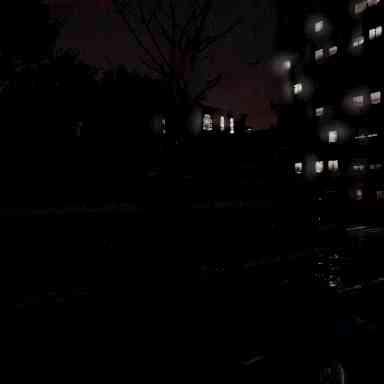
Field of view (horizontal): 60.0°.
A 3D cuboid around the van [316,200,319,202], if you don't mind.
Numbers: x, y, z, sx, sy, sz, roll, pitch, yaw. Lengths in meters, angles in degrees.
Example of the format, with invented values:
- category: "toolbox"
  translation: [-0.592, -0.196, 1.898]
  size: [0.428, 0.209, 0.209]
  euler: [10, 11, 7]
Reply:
- category: "van"
  translation: [10.514, 1.646, 32.599]
  size: [1.690, 1.788, 3.998]
  euler: [-1, 0, -36]

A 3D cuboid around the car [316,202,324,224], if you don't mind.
- category: "car"
  translation: [7.959, 1.770, 26.317]
  size: [1.837, 1.490, 4.892]
  euler: [0, -1, -35]

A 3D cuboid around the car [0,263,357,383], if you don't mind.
- category: "car"
  translation: [-0.229, 1.525, 3.216]
  size: [4.674, 1.442, 1.812]
  euler: [0, 0, -36]
